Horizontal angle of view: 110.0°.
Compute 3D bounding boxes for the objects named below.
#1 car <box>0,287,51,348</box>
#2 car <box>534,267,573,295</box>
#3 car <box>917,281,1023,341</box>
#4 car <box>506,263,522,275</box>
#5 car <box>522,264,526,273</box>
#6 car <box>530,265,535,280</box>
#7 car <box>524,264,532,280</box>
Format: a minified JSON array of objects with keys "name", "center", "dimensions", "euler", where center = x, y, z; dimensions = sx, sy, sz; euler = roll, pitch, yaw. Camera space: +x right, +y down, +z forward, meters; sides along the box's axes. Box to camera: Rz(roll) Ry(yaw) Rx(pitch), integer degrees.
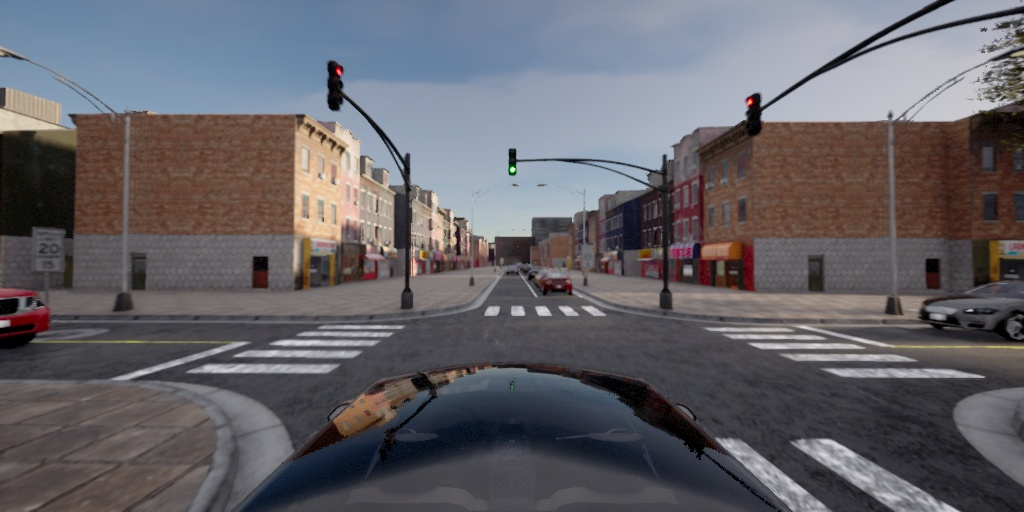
[{"name":"car","center":[-13.015,1.007,7.194],"dimensions":[5.566,2.045,2.150],"euler":[0,-1,0]},{"name":"car","center":[2.637,1.609,22.260],"dimensions":[1.888,1.381,4.507],"euler":[0,0,0]},{"name":"car","center":[14.381,1.453,9.971],"dimensions":[4.902,1.511,2.128],"euler":[0,-1,2]},{"name":"car","center":[0.095,2.169,55.079],"dimensions":[2.033,1.411,5.357],"euler":[0,-1,1]},{"name":"car","center":[3.015,2.224,60.436],"dimensions":[1.837,1.490,4.892],"euler":[0,-1,0]},{"name":"car","center":[2.636,1.679,28.108],"dimensions":[1.751,1.417,4.829],"euler":[0,0,0]},{"name":"car","center":[2.635,1.908,39.295],"dimensions":[1.948,1.339,4.313],"euler":[0,0,0]}]
